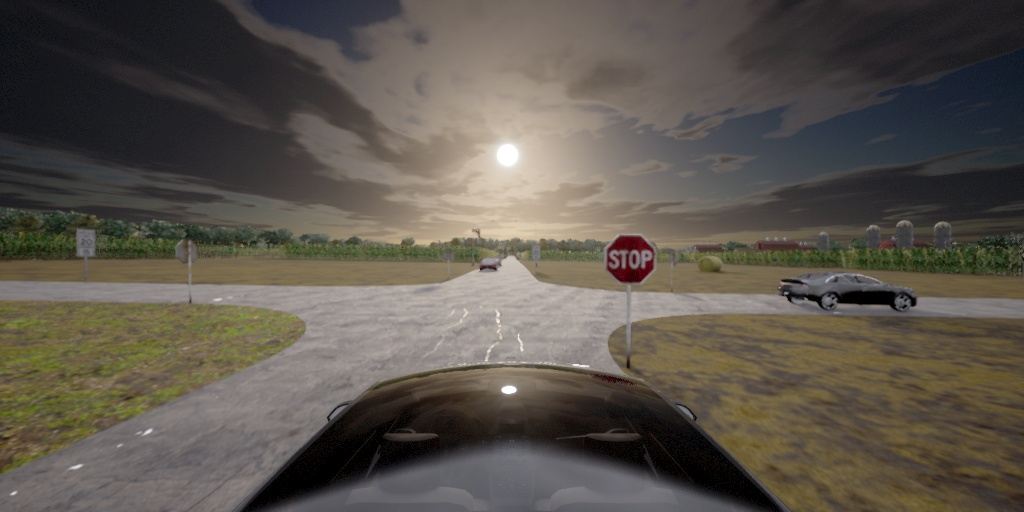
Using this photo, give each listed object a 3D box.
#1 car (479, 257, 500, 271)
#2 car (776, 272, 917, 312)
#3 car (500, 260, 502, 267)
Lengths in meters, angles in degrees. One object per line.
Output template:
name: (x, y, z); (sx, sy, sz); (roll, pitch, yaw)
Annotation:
car: (-2.759, 0.982, 42.458); (1.882, 1.535, 5.008); (0, 0, 0)
car: (13.923, 1.417, 15.020); (4.902, 1.511, 2.128); (1, 1, 0)
car: (-2.696, 0.948, 58.586); (2.128, 1.511, 4.902); (0, 0, 1)
